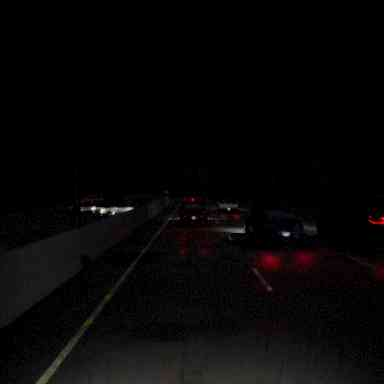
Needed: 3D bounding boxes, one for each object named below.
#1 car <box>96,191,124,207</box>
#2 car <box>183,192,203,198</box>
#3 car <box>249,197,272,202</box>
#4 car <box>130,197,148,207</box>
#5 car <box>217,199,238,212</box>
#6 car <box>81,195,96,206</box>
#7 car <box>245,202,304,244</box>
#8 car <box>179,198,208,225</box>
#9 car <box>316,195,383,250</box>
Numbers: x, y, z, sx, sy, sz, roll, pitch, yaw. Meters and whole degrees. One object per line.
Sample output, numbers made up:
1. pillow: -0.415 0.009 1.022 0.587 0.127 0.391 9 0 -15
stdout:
1. car: -10.606 0.931 44.392 2.150 2.045 5.566 0 0 0
2. car: 0.106 0.954 40.548 2.150 2.045 5.566 0 1 0
3. car: 7.104 1.269 34.030 1.837 1.490 4.892 0 0 0
4. car: -7.113 1.309 45.047 1.895 1.301 4.718 0 0 0
5. car: 3.604 1.362 34.642 1.895 1.301 4.718 0 0 0
6. car: -14.140 1.175 47.031 1.882 1.535 5.008 0 0 -1
7. car: 3.602 1.411 15.018 1.812 1.442 4.674 0 0 0
8. car: 0.104 1.360 22.378 1.812 1.442 4.674 0 0 0
9. car: 7.102 1.114 13.818 2.150 2.045 5.566 0 0 0
